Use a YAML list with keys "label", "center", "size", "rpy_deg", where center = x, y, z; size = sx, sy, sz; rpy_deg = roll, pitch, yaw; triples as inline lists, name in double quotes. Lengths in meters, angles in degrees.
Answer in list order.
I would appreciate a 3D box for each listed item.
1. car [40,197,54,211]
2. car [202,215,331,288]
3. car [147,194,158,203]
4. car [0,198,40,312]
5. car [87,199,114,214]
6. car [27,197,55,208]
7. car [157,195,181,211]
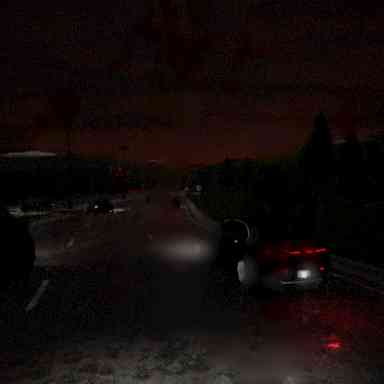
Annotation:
- label: "car"
  center: [-17.567, 1.376, 37.940]
  size: [1.882, 1.535, 5.008]
  rpy_deg: [-1, 1, -2]
- label: "car"
  center: [1.663, 1.379, 9.004]
  size: [1.837, 1.490, 4.892]
  rpy_deg: [-1, 1, -14]
- label: "car"
  center: [-6.479, 0.997, 55.752]
  size: [1.882, 1.535, 5.008]
  rpy_deg: [-1, 1, -2]
- label: "car"
  center: [-4.809, 1.230, 6.840]
  size: [2.150, 2.045, 5.566]
  rpy_deg: [-1, 1, -17]
- label: "car"
  center: [-9.115, 1.366, 33.271]
  size: [1.994, 1.385, 4.181]
  rpy_deg: [-1, 1, -3]
- label: "car"
  center: [-21.373, 1.466, 47.285]
  size: [1.895, 1.301, 4.718]
  rpy_deg: [-1, 1, -2]
- label: "car"
  center: [-2.207, 1.157, 35.007]
  size: [2.128, 1.511, 4.902]
  rpy_deg: [-1, 1, -3]
